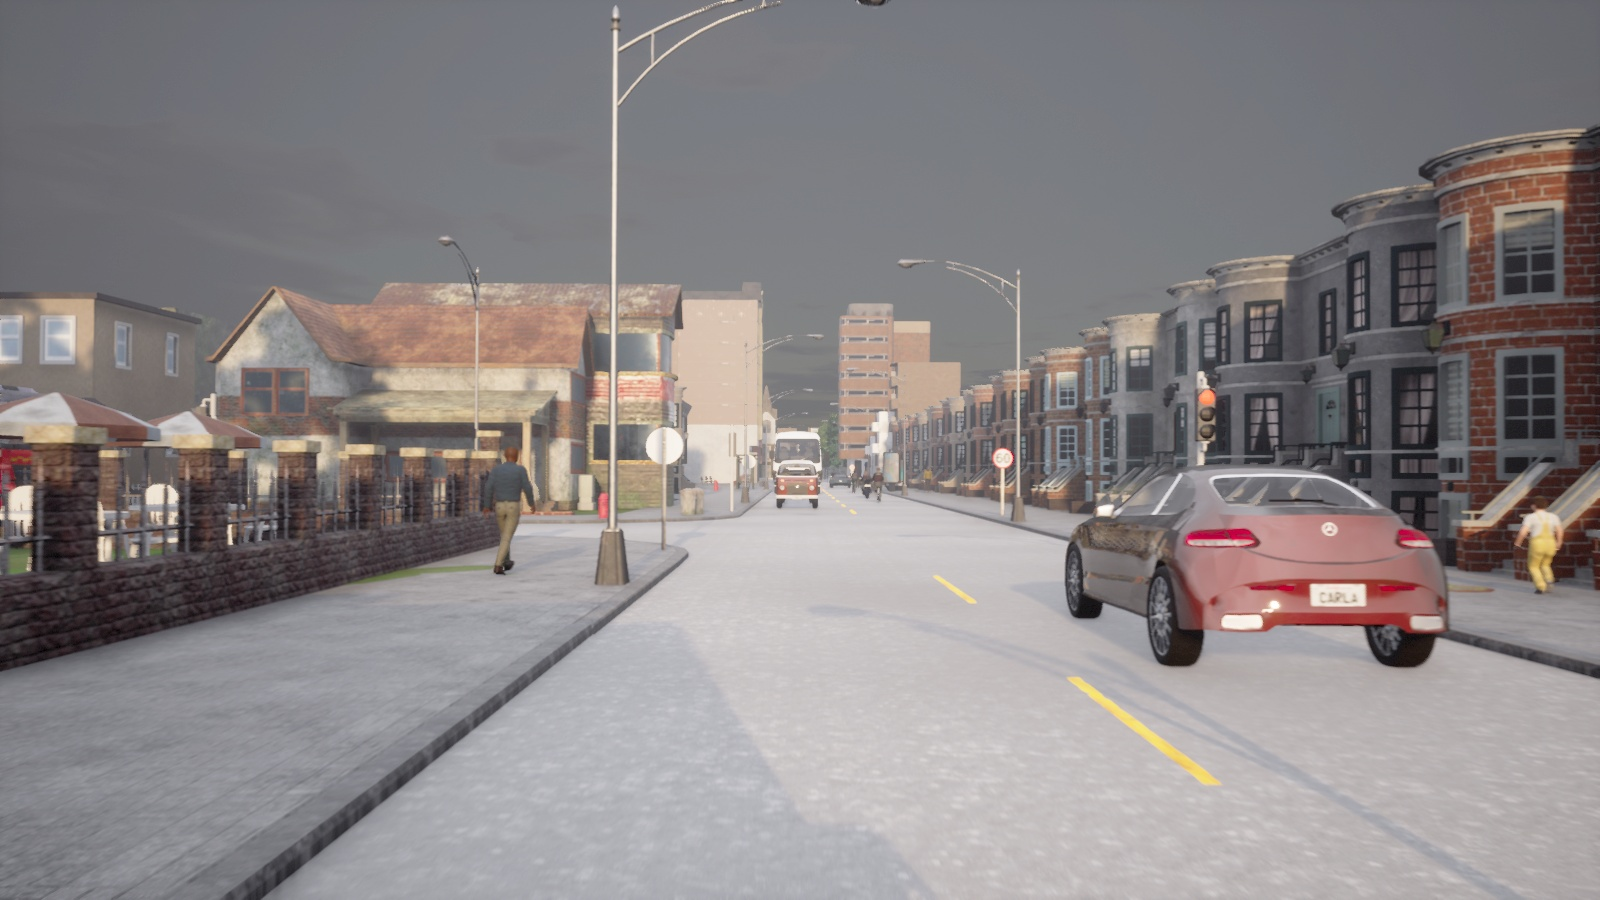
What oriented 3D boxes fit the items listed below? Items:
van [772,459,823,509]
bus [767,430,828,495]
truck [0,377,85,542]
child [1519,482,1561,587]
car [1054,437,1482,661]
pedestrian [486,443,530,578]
[{"bbox_3d":[-0.109,1.440,53.891,2.069,2.038,4.480,0,-1,0],"label":"van"},{"bbox_3d":[-0.163,0.896,87.036,3.944,4.253,10.273,0,-1,0],"label":"bus"},{"bbox_3d":[-22.454,0.249,30.446,8.468,3.827,2.891,0,-1,-3],"label":"truck"},{"bbox_3d":[9.037,1.024,15.345,0.270,1.263,0.437,0,-1,6],"label":"child"},{"bbox_3d":[3.967,0.775,11.804,2.152,1.651,5.027,0,-1,0],"label":"car"},{"bbox_3d":[-4.071,0.834,17.557,0.370,1.835,0.726,0,-1,7],"label":"pedestrian"}]
